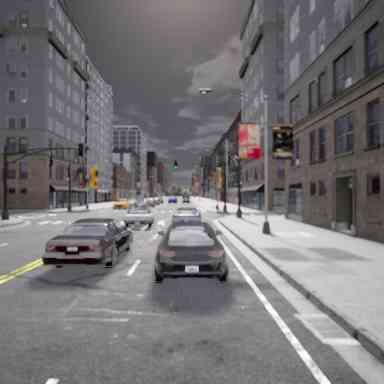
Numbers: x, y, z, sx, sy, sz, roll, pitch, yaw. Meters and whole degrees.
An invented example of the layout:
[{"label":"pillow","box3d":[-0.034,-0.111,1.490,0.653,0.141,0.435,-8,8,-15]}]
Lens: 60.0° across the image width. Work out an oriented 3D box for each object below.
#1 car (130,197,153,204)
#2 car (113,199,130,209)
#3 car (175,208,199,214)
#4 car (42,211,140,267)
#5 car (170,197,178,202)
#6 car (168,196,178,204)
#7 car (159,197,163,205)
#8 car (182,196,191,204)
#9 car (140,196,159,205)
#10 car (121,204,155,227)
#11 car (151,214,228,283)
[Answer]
[{"label":"car","box3d":[-7.455,1.839,49.592,2.128,1.511,4.902,0,0,-1]},{"label":"car","box3d":[-10.735,1.837,51.073,1.882,1.535,5.008,0,0,-1]},{"label":"car","box3d":[-0.303,1.690,20.609,2.033,1.411,5.357,0,0,0]},{"label":"car","box3d":[-3.330,1.628,11.624,2.033,1.411,5.357,0,0,-1]},{"label":"car","box3d":[-4.841,1.989,90.267,1.837,1.490,4.892,0,0,-1]},{"label":"car","box3d":[-4.654,2.026,79.848,1.882,1.535,5.008,0,0,-1]},{"label":"car","box3d":[-7.707,1.971,68.816,2.128,1.511,4.902,0,0,-1]},{"label":"car","box3d":[-1.412,2.147,80.352,1.895,1.301,4.718,0,0,-1]},{"label":"car","box3d":[-7.604,1.904,58.945,2.128,1.511,4.902,0,0,-1]},{"label":"car","box3d":[-3.771,1.769,24.220,1.895,1.301,4.718,0,0,-4]},{"label":"car","box3d":[-0.053,1.593,9.823,1.812,1.442,4.674,0,0,-1]}]
